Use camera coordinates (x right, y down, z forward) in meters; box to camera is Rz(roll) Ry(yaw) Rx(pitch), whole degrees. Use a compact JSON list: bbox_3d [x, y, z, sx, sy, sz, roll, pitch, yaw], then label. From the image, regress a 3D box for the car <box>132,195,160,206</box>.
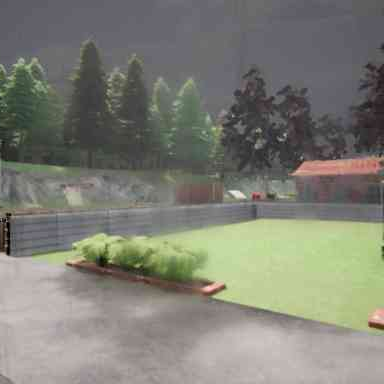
[{"bbox_3d":[-6.717,1.291,48.547,2.097,1.767,4.553,0,0,36],"label":"car"}]
